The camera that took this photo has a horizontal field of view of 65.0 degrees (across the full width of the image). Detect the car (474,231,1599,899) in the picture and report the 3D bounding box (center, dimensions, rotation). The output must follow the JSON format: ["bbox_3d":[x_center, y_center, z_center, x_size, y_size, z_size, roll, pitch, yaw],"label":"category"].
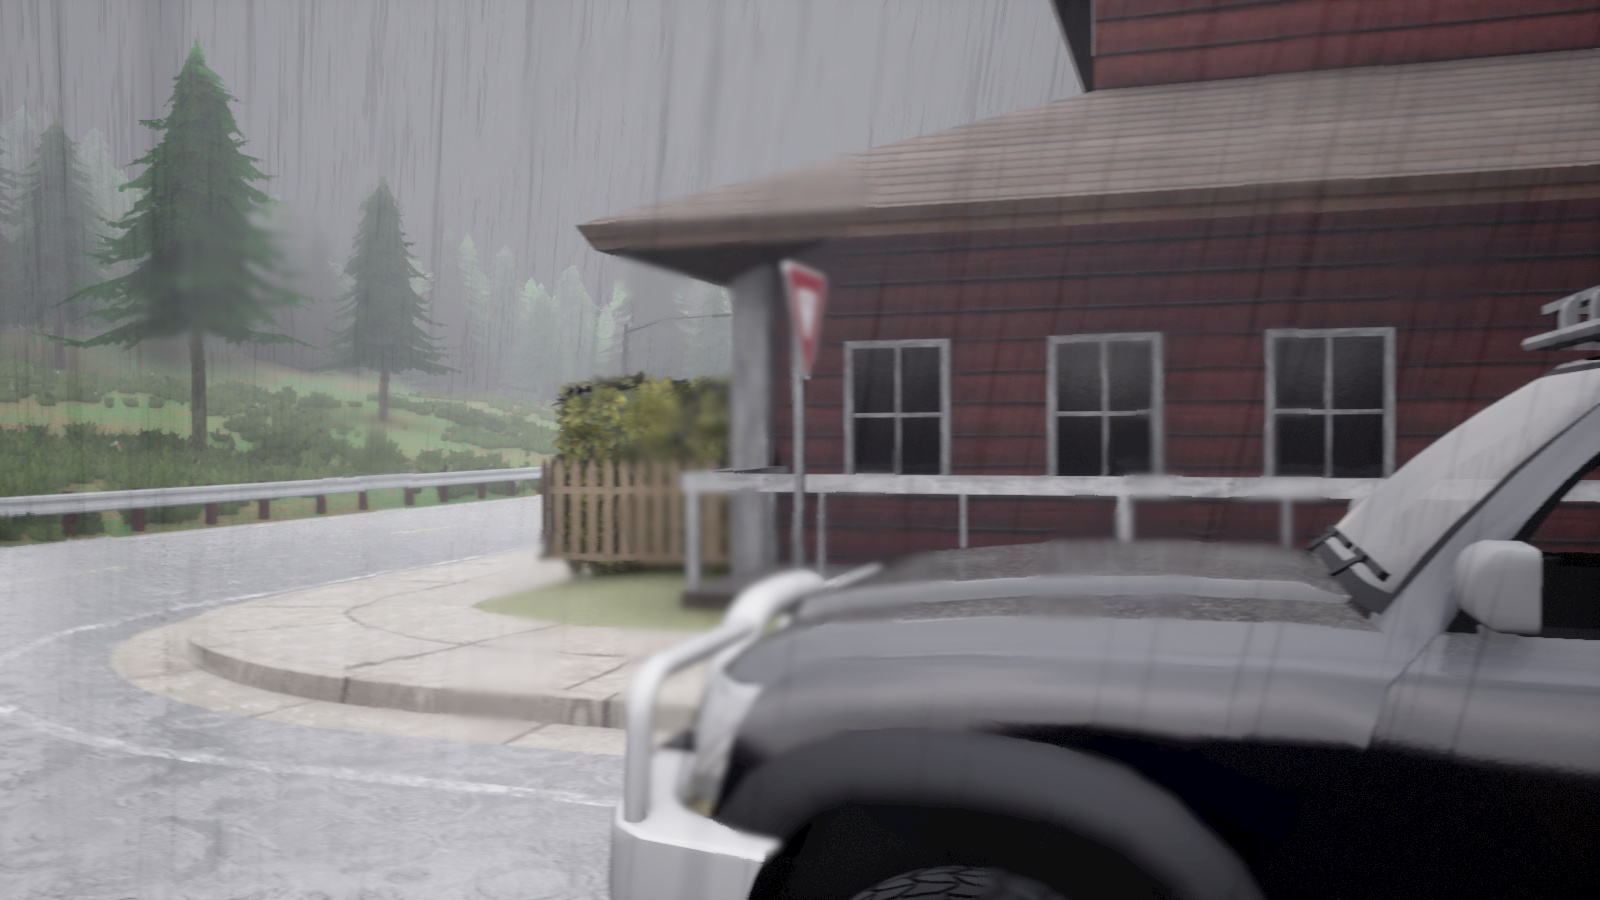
[{"bbox_3d":[1.876,0.612,2.565,4.605,1.855,1.932,1,1,18],"label":"car"}]
